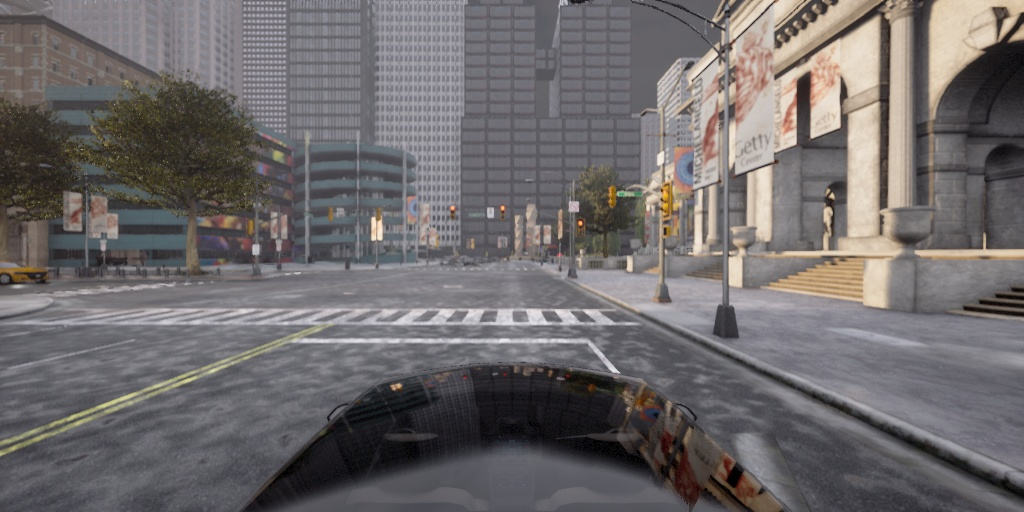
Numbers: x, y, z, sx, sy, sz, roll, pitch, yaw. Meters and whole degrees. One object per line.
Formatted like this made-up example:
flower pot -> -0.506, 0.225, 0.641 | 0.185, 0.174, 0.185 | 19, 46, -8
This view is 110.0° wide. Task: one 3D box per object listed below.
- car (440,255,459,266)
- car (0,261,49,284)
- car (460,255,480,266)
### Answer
car -> -10.477, 0.911, 58.629 | 2.128, 1.511, 4.902 | 0, 0, 0
car -> -34.048, 1.047, 23.821 | 5.008, 1.535, 1.882 | 0, 0, -1
car -> -6.974, 0.924, 59.695 | 1.837, 1.490, 4.892 | 0, 0, 0
